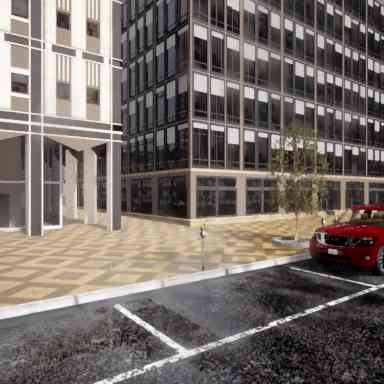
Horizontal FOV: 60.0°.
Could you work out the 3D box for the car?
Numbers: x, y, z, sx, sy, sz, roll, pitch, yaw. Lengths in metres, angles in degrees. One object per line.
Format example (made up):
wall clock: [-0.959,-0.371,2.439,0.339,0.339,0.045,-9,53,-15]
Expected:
car: [5.885,1.314,10.588,5.009,1.841,2.192,0,0,-36]
